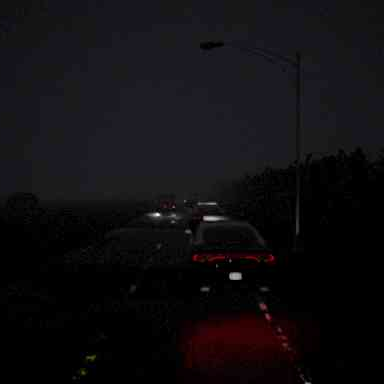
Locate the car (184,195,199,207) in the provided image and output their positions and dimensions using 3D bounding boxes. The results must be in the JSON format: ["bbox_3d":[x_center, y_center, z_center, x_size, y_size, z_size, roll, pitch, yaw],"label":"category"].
[{"bbox_3d":[0.127,1.450,46.406,1.895,1.301,4.718,0,0,1],"label":"car"}]

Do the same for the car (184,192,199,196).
[{"bbox_3d":[0.109,1.004,60.561,2.150,2.045,5.566,0,0,0],"label":"car"}]

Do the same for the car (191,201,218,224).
[{"bbox_3d":[0.869,1.455,24.853,1.812,1.442,4.674,0,0,0],"label":"car"}]

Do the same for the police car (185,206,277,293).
[{"bbox_3d":[0.840,1.404,8.964,1.930,1.638,5.238,0,0,0],"label":"police car"}]

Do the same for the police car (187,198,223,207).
[{"bbox_3d":[0.858,1.374,18.963,1.930,1.638,5.238,0,0,0],"label":"police car"}]

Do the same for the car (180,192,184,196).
[{"bbox_3d":[-2.608,0.771,78.417,2.097,1.767,4.553,0,0,0],"label":"car"}]

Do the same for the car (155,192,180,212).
[{"bbox_3d":[-2.780,1.108,36.926,2.150,2.045,5.566,0,0,0],"label":"car"}]
